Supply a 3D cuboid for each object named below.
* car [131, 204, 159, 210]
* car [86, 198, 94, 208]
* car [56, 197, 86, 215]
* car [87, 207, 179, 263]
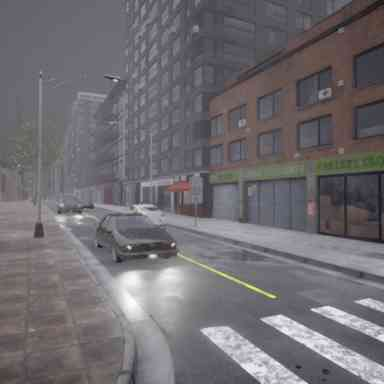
[{"bbox_3d":[-3.069,1.479,20.585,1.812,1.442,4.674,1,0,-26],"label":"car"},{"bbox_3d":[-14.347,1.536,44.211,1.994,1.385,4.181,1,-1,-26],"label":"car"},{"bbox_3d":[-12.105,1.254,32.718,2.097,1.767,4.553,1,0,-25],"label":"car"},{"bbox_3d":[-2.329,1.495,12.167,2.033,1.411,5.357,1,0,-27],"label":"car"}]
